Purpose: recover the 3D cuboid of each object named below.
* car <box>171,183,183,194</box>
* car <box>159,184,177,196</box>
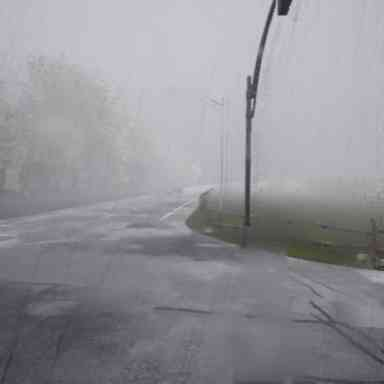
[{"bbox_3d":[-3.149,-0.772,65.489,2.150,2.045,5.566,1,2,5],"label":"car"},{"bbox_3d":[-4.087,-0.122,53.380,1.812,1.442,4.674,1,2,5],"label":"car"}]
